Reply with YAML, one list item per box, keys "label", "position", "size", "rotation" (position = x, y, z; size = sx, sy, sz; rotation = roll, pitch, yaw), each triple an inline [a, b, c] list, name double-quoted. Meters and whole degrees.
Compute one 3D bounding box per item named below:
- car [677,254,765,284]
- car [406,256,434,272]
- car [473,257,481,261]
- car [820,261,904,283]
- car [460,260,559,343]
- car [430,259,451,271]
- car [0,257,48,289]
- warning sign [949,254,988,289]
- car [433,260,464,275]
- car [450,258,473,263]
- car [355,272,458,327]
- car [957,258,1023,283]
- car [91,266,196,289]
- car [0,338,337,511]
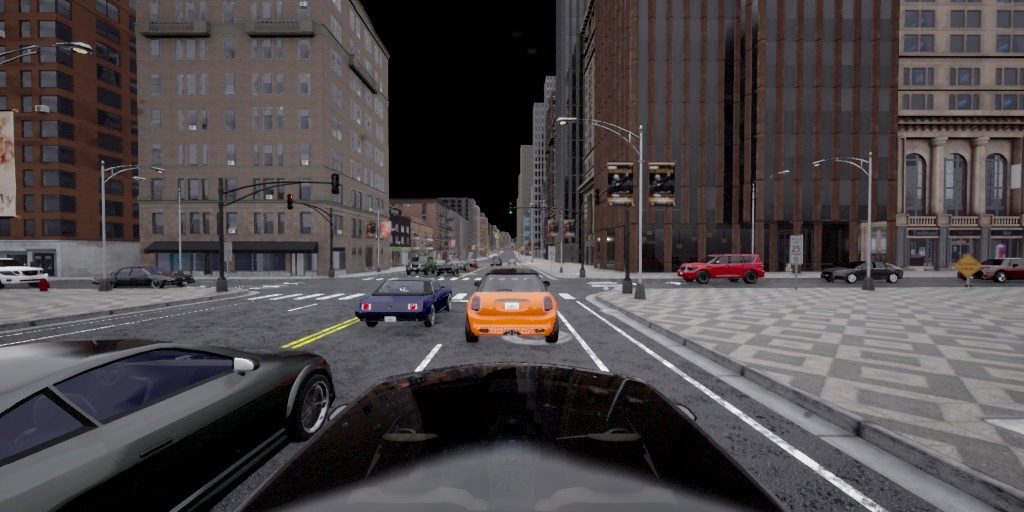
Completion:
- label: "car"
  position: [14.833, 0.875, 25.548]
  size: [5.566, 2.045, 2.150]
  rotation: [0, 1, 0]
- label: "car"
  position: [-9.865, 0.989, 39.217]
  size: [2.150, 2.045, 5.566]
  rotation: [0, 0, 0]
- label: "car"
  position: [-6.608, 1.130, 57.149]
  size: [2.097, 1.767, 4.553]
  rotation: [0, 0, 0]
- label: "car"
  position: [24.888, 1.119, 25.588]
  size: [4.892, 1.490, 1.837]
  rotation: [0, 1, 0]
- label: "car"
  position: [0.008, 1.101, 9.874]
  size: [2.097, 1.767, 4.553]
  rotation: [0, 0, 0]
- label: "car"
  position: [-9.878, 1.252, 49.741]
  size: [1.882, 1.535, 5.008]
  rotation: [0, 0, 1]
- label: "car"
  position: [-34.305, 1.105, 23.585]
  size: [5.566, 2.045, 2.150]
  rotation: [0, 1, 0]
- label: "warning sign"
  position: [25.173, 0.827, 19.787]
  size: [1.060, 1.860, 1.300]
  rotation: [0, 0, 0]
- label: "car"
  position: [-6.600, 1.367, 37.548]
  size: [1.895, 1.301, 4.718]
  rotation: [0, 0, -1]
- label: "car"
  position: [-6.614, 1.278, 46.819]
  size: [1.837, 1.490, 4.892]
  rotation: [0, 0, 0]
- label: "car"
  position: [-3.152, 1.351, 11.525]
  size: [1.895, 1.301, 4.718]
  rotation: [0, 0, 0]
- label: "car"
  position: [35.007, 0.926, 25.621]
  size: [4.553, 1.767, 2.097]
  rotation: [0, 1, 0]
- label: "car"
  position: [-24.114, 1.397, 23.532]
  size: [5.357, 1.411, 2.033]
  rotation: [0, 1, 0]
- label: "car"
  position: [-3.158, 1.314, 2.705]
  size: [1.994, 1.385, 4.181]
  rotation: [0, 0, 1]
